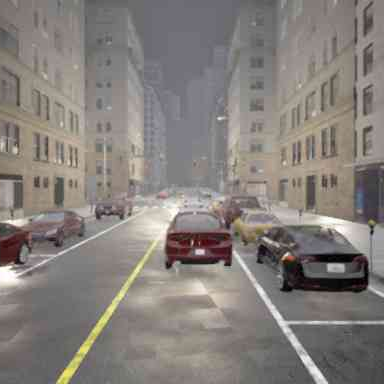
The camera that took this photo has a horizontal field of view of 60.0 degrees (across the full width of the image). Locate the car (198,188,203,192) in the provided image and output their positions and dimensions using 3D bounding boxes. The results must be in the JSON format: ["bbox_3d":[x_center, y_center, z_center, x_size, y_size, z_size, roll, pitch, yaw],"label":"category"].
[{"bbox_3d":[2.762,0.424,73.789,1.752,1.417,4.829,1,1,0],"label":"car"}]

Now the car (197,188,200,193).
[{"bbox_3d":[2.761,0.280,84.468,1.802,1.307,4.206,1,1,0],"label":"car"}]

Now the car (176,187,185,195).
[{"bbox_3d":[-3.010,0.000,87.274,2.097,1.767,4.553,0,1,0],"label":"car"}]

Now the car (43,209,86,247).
[{"bbox_3d":[-5.761,1.414,14.024,1.802,1.307,4.206,0,1,0],"label":"car"}]

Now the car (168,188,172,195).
[{"bbox_3d":[-5.762,0.440,68.203,1.967,1.590,4.097,1,1,0],"label":"car"}]

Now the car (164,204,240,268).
[{"bbox_3d":[0.131,1.350,10.875,1.882,1.535,5.008,0,0,-2],"label":"car"}]

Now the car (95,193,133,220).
[{"bbox_3d":[-5.761,1.002,25.125,2.192,1.841,5.009,0,1,0],"label":"car"}]

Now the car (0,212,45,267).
[{"bbox_3d":[-5.762,1.446,8.473,1.887,1.381,4.507,0,1,0],"label":"car"}]

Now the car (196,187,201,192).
[{"bbox_3d":[2.761,-0.070,95.309,1.967,1.590,4.097,1,1,0],"label":"car"}]

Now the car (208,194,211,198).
[{"bbox_3d":[2.763,1.131,30.844,1.752,1.417,4.829,0,1,0],"label":"car"}]

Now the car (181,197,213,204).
[{"bbox_3d":[0.097,1.282,19.973,1.812,1.442,4.674,0,1,0],"label":"car"}]

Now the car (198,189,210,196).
[{"bbox_3d":[2.762,0.646,62.775,2.008,1.369,4.403,0,1,0],"label":"car"}]

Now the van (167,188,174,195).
[{"bbox_3d":[-5.762,-0.065,89.891,1.690,1.788,3.998,1,1,0],"label":"van"}]

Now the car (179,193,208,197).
[{"bbox_3d":[0.070,1.107,30.168,2.128,1.511,4.902,0,1,0],"label":"car"}]

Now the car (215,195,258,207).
[{"bbox_3d":[2.765,1.077,19.568,2.192,1.841,5.009,0,1,0],"label":"car"}]

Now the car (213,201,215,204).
[{"bbox_3d":[2.764,1.269,25.121,1.802,1.307,4.206,0,1,0],"label":"car"}]

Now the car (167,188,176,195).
[{"bbox_3d":[-5.762,-0.196,95.312,2.192,1.841,5.009,1,1,0],"label":"car"}]

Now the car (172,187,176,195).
[{"bbox_3d":[-5.763,0.138,84.471,1.967,1.590,4.097,1,1,0],"label":"car"}]

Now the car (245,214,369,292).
[{"bbox_3d":[2.764,1.468,8.466,1.947,1.339,4.313,0,1,0],"label":"car"}]

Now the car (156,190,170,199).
[{"bbox_3d":[-5.763,0.640,62.781,1.887,1.381,4.507,0,1,0],"label":"car"}]

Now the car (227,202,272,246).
[{"bbox_3d":[2.765,1.356,14.187,1.752,1.417,4.829,0,1,0],"label":"car"}]
